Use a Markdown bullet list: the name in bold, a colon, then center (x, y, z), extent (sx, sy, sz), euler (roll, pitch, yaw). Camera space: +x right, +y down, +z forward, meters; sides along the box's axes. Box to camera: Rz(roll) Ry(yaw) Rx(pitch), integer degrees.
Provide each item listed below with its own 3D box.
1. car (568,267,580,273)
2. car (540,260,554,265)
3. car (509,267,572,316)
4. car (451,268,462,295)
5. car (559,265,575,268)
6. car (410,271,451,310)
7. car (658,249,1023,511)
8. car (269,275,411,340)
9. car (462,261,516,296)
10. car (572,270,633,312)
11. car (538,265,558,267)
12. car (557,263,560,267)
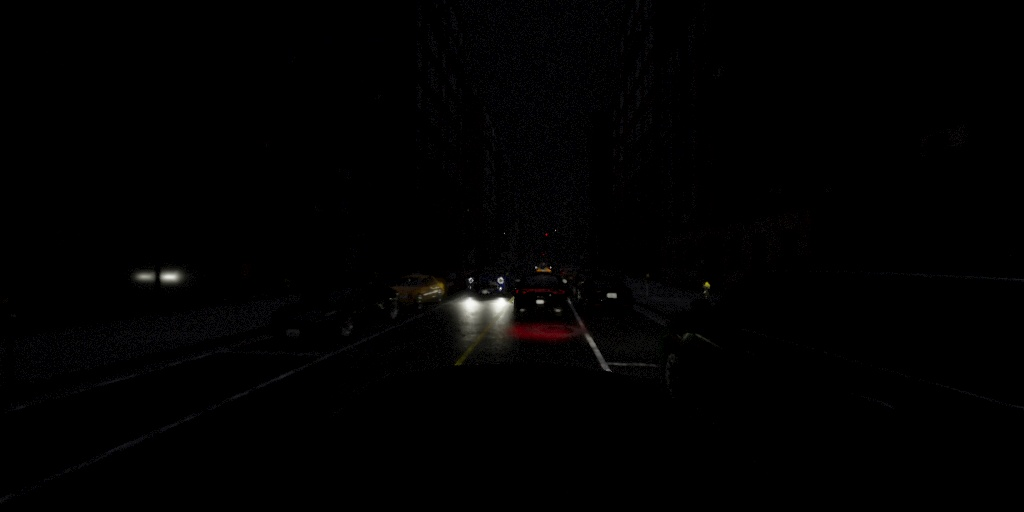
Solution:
- **car**: center (4.270, 1.524, 20.258), extent (1.948, 1.339, 4.313), euler (0, 0, 5)
- **car**: center (3.727, 1.631, 42.621), extent (1.801, 1.575, 5.366), euler (0, -1, 5)
- **car**: center (1.144, 1.360, 14.109), extent (1.882, 1.535, 5.008), euler (0, 0, 5)
- **car**: center (-3.719, 1.515, 21.018), extent (1.802, 1.307, 4.207), euler (0, 0, 5)
- **car**: center (5.300, 1.594, 31.205), extent (1.751, 1.417, 4.829), euler (0, 0, 5)
- **car**: center (-4.241, 1.402, 15.460), extent (1.751, 1.417, 4.829), euler (0, 0, 5)
- **car**: center (2.978, 1.002, 2.809), extent (2.150, 2.045, 5.566), euler (0, -1, 5)
- **car**: center (-4.732, 1.384, 10.241), extent (1.948, 1.339, 4.313), euler (0, 0, 5)
- **car**: center (-1.192, 1.293, 20.732), extent (2.097, 1.767, 4.553), euler (0, -1, 5)
- **car**: center (3.764, 1.467, 14.869), extent (1.948, 1.339, 4.313), euler (0, 0, 5)
- **car**: center (2.486, 1.632, 28.387), extent (1.895, 1.301, 4.718), euler (0, -1, 6)
- **car**: center (5.790, 1.705, 36.424), extent (1.802, 1.307, 4.207), euler (0, 0, 5)
